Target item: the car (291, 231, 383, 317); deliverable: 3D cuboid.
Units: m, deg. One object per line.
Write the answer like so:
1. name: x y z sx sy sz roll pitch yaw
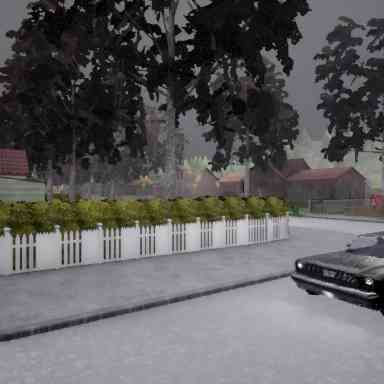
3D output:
1. car: 4.423 1.601 7.377 4.718 1.301 1.895 0 0 -32

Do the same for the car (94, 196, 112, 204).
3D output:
1. car: -17.267 1.564 64.464 1.994 1.385 4.181 0 0 -36

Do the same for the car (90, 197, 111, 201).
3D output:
1. car: -15.394 1.549 54.777 2.033 1.411 5.357 0 0 -35
